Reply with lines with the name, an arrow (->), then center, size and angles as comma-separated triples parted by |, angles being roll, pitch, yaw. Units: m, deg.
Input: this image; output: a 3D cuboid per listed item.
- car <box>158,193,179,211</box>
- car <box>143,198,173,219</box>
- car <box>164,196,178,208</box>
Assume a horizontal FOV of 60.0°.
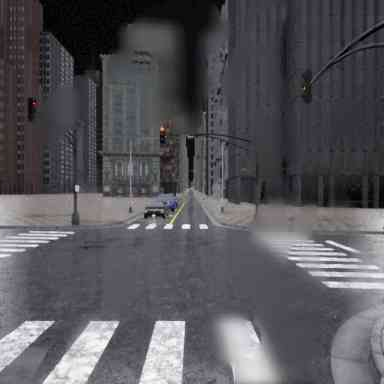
car -> -3.121, 1.219, 40.046 | 2.150, 2.045, 5.566 | 0, 0, 0
car -> -3.117, 1.546, 29.795 | 2.033, 1.411, 5.357 | 0, 0, 0
car -> -3.117, 1.475, 50.493 | 1.882, 1.535, 5.008 | 0, 0, 0
